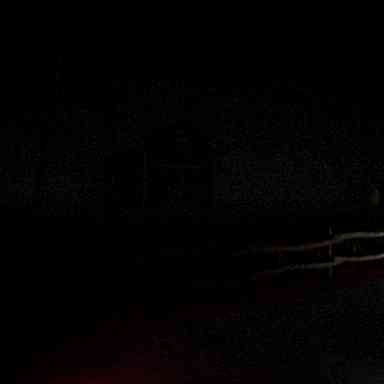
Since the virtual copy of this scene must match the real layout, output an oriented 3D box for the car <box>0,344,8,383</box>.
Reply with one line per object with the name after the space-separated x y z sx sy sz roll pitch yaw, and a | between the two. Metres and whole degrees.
-3.332 1.584 1.258 4.718 1.301 1.895 0 0 -34 | car
